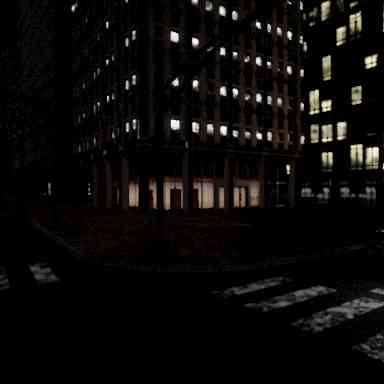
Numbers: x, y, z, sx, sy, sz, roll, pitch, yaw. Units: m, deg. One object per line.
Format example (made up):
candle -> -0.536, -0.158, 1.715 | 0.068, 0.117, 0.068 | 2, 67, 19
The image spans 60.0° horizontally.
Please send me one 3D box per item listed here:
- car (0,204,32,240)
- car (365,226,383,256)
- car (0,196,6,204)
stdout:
car -> -8.501, 1.462, 15.539 | 1.802, 1.307, 4.206 | 0, 0, -31
car -> 7.798, 1.529, 11.715 | 4.403, 1.369, 2.008 | 0, 0, -36
car -> -23.000, 1.131, 38.891 | 1.967, 1.590, 4.097 | 0, 0, -34
